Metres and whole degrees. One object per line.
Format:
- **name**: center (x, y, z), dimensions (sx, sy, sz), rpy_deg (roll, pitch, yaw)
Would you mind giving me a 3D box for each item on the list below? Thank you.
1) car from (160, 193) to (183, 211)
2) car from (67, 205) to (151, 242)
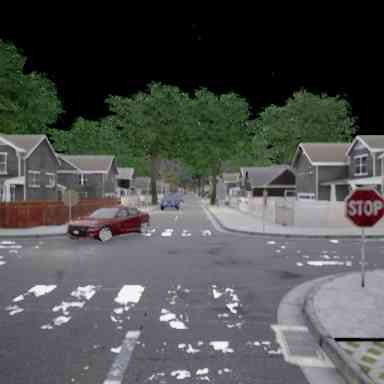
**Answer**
- **car**: center (-2.683, 1.209, 41.688), dimensions (2.150, 2.045, 5.566), rpy_deg (0, 0, 0)
- **car**: center (-3.985, 1.464, 16.706), dimensions (1.882, 1.535, 5.008), rpy_deg (1, 1, 25)
